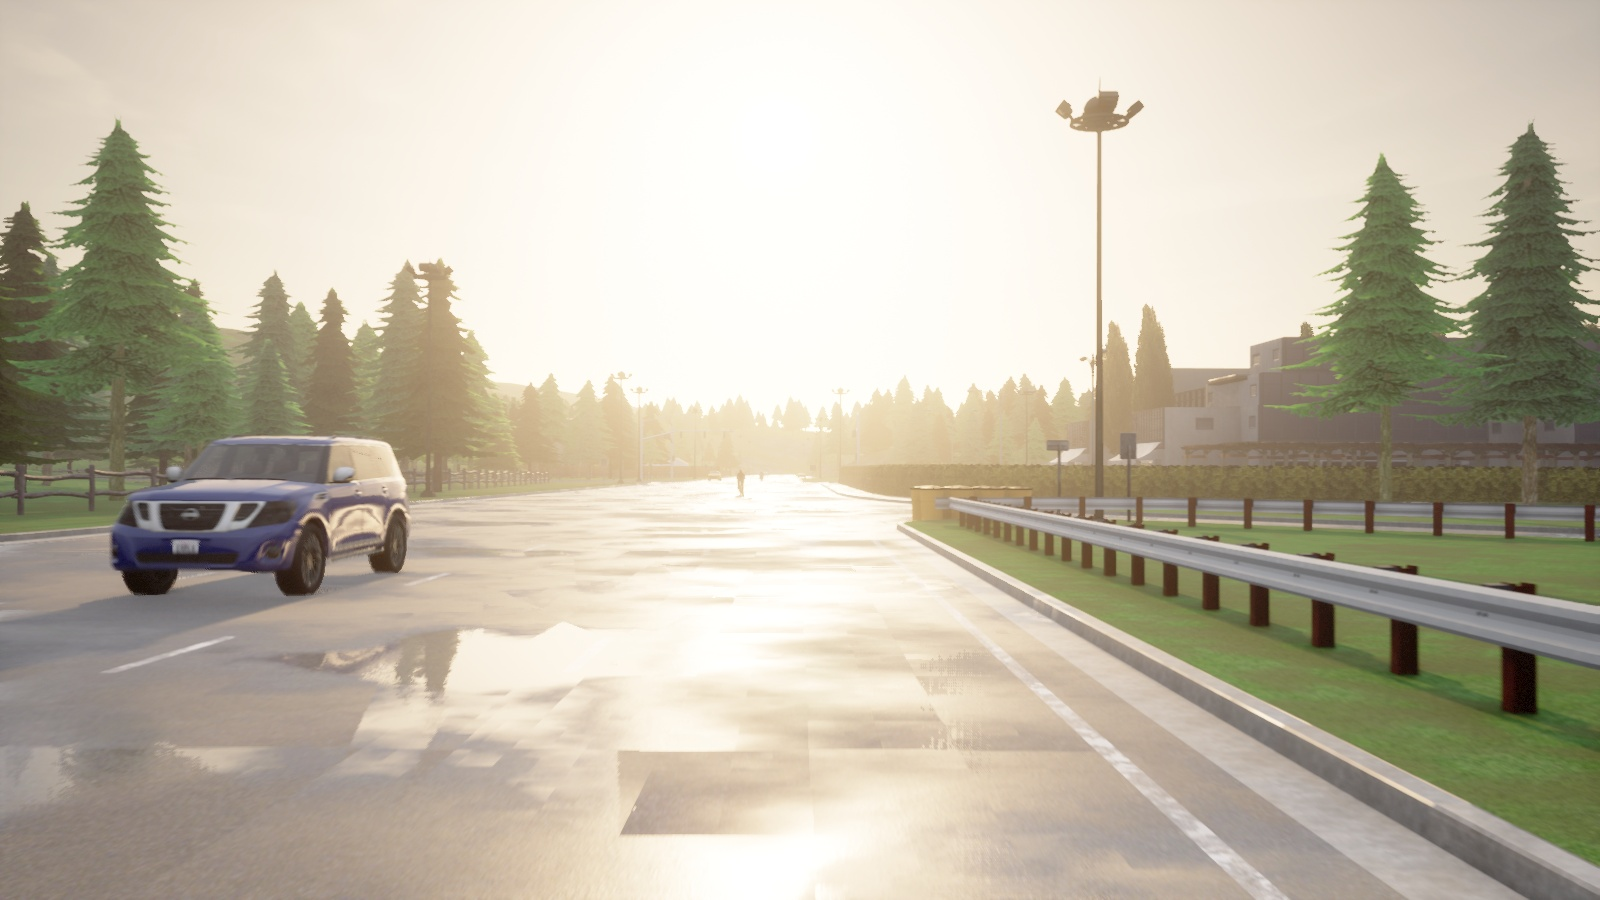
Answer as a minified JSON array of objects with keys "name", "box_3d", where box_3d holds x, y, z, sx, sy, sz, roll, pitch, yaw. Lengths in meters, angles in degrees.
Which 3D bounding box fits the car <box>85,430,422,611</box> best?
[{"name":"car","box_3d":[-7.040,0.847,17.027,2.150,2.045,5.566,0,-1,0]}]
